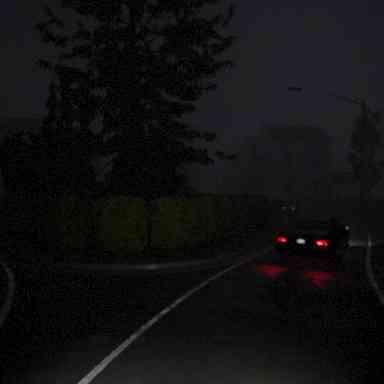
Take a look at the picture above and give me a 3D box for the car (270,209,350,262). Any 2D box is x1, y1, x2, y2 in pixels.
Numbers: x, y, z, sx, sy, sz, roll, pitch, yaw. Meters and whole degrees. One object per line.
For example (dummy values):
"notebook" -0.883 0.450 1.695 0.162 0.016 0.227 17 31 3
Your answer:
"car" 4.653 1.588 12.439 2.033 1.411 5.357 1 0 31

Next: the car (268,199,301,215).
"car" 7.887 1.418 30.164 2.097 1.767 4.553 0 0 -18
